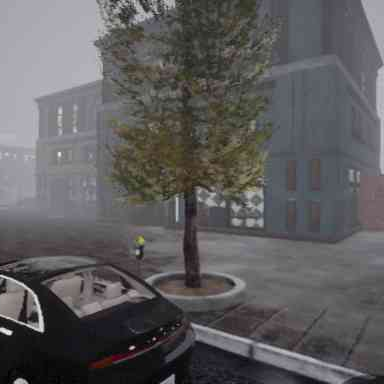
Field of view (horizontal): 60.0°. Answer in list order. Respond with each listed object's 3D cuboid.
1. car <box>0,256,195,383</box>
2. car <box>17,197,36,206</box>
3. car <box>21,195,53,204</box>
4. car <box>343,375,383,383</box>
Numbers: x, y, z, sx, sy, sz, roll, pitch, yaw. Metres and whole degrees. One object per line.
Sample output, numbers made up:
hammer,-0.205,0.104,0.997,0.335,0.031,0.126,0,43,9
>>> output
car,-2.022,1.523,4.314,4.403,1.369,2.008,0,0,35
car,-22.755,1.355,47.908,1.887,1.381,4.507,0,0,35
car,-26.579,1.302,57.135,1.752,1.417,4.829,0,0,35
car,2.487,1.576,1.100,4.313,1.339,1.947,0,0,35
